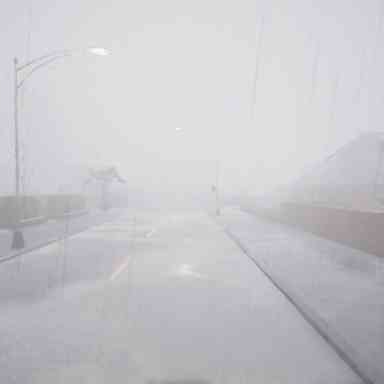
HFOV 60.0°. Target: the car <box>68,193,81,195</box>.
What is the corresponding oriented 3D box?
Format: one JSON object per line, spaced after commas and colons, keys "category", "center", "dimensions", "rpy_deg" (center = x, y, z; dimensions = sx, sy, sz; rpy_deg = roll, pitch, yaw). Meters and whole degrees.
{"category": "car", "center": [-20.544, 1.055, 56.902], "dimensions": [1.905, 1.878, 3.866], "rpy_deg": [0, 0, 34]}
